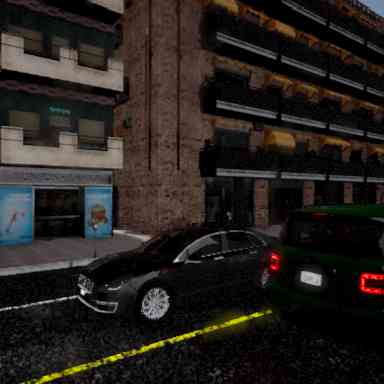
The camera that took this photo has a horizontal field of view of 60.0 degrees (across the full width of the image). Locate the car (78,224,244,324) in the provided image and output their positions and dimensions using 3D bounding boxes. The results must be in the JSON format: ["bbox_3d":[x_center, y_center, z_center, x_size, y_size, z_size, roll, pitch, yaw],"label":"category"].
[{"bbox_3d":[0.062,1.513,7.259,4.892,1.490,1.837,0,0,-35],"label":"car"}]

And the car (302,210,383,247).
[{"bbox_3d":[7.230,1.598,15.503,4.206,1.307,1.802,0,0,-35],"label":"car"}]

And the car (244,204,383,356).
[{"bbox_3d":[3.734,1.228,5.938,5.566,2.045,2.150,0,0,-36],"label":"car"}]
